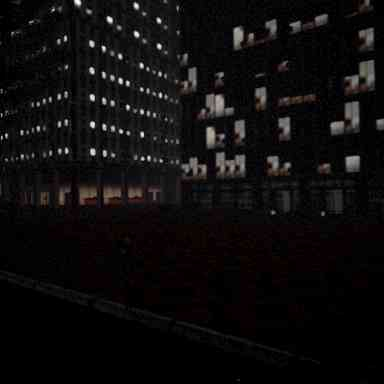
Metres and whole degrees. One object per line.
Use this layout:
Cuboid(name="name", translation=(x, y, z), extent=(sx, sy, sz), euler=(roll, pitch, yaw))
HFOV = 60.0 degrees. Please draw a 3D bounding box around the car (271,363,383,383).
Cuboid(name="car", translation=(2.248, 1.551, 1.285), extent=(4.403, 1.369, 2.008), euler=(0, -1, 36))
